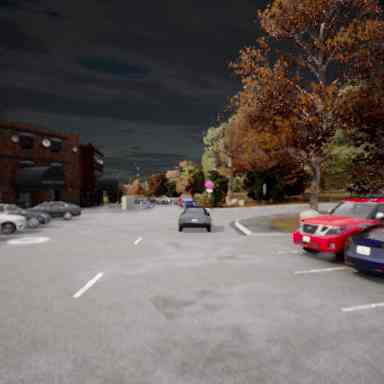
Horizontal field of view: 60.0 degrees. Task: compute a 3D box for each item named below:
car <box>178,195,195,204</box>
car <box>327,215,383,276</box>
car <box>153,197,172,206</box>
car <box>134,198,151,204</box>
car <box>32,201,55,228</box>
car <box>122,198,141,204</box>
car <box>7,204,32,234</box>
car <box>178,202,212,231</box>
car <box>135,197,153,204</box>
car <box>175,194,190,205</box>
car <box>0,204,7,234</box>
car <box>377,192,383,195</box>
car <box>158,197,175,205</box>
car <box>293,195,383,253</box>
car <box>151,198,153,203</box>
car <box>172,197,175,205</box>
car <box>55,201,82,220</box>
[{"bbox_3d":[-0.635,1.609,50.324,2.097,1.535,5.008,0,-1,-1],"label":"car"},{"bbox_3d":[6.427,1.519,9.014,4.792,1.488,2.163,1,0,-20],"label":"car"},{"bbox_3d":[-5.523,1.860,61.754,1.994,1.385,4.181,0,-1,-12],"label":"car"},{"bbox_3d":[-11.806,2.137,76.408,1.994,1.385,4.181,-1,-1,-32],"label":"car"},{"bbox_3d":[-11.416,1.498,20.725,4.892,1.521,2.231,-1,0,-20],"label":"car"},{"bbox_3d":[-15.743,2.339,86.535,4.892,1.521,2.231,-4,-2,42],"label":"car"},{"bbox_3d":[-11.412,1.535,17.792,4.674,1.452,2.002,-1,0,-20],"label":"car"},{"bbox_3d":[0.246,1.575,20.889,1.994,1.385,4.181,0,0,3],"label":"car"},{"bbox_3d":[-11.917,2.151,82.099,2.097,1.535,5.008,-1,0,-41],"label":"car"},{"bbox_3d":[-0.994,1.431,56.311,2.435,2.045,5.566,0,-1,-7],"label":"car"},{"bbox_3d":[-11.582,1.493,14.788,5.366,1.575,1.946,-1,0,-20],"label":"car"},{"bbox_3d":[18.850,0.707,32.726,4.181,1.385,1.994,-3,1,2],"label":"car"},{"bbox_3d":[-5.649,1.938,72.771,2.097,1.535,5.008,-1,-1,-27],"label":"car"},{"bbox_3d":[6.380,1.239,11.932,5.566,2.045,2.435,1,0,-20],"label":"car"},{"bbox_3d":[-8.400,2.014,77.643,2.231,1.521,4.892,-1,-1,-35],"label":"car"},{"bbox_3d":[-3.445,1.855,67.471,2.231,1.521,4.892,0,0,-18],"label":"car"},{"bbox_3d":[-11.403,1.501,26.588,4.892,1.521,2.231,-1,0,-20],"label":"car"}]
